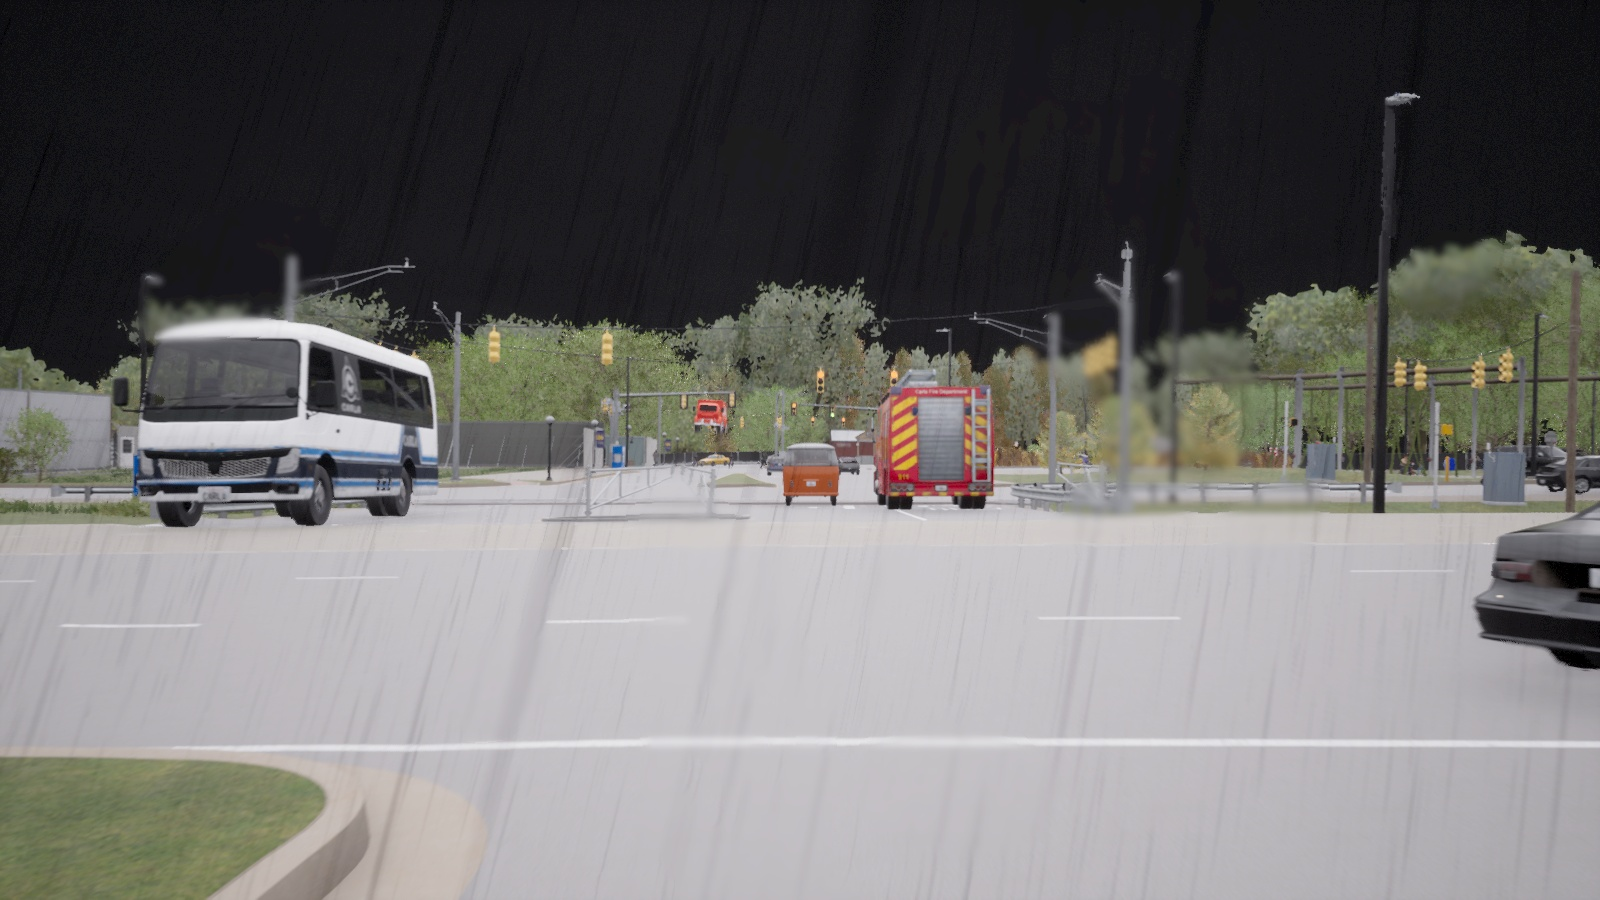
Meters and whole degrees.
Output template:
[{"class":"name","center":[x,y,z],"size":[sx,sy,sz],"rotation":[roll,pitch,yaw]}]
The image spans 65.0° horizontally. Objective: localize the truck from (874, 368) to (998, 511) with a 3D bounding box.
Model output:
[{"class":"truck","center":[3.863,-0.193,37.711],"size":[2.891,3.827,8.468],"rotation":[0,-1,1]}]

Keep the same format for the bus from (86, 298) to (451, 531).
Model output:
[{"class":"bus","center":[-11.186,-0.527,28.187],"size":[3.944,4.253,10.273],"rotation":[-1,-1,-1]}]

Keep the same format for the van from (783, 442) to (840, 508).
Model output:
[{"class":"van","center":[0.383,0.756,40.942],"size":[1.775,1.987,4.442],"rotation":[0,1,1]}]

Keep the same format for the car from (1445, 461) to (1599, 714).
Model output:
[{"class":"car","center":[6.921,0.778,8.438],"size":[5.357,1.411,2.033],"rotation":[-1,1,-30]}]

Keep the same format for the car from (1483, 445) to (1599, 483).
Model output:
[{"class":"car","center":[41.961,0.800,71.130],"size":[2.150,2.045,5.566],"rotation":[1,-1,-24]}]

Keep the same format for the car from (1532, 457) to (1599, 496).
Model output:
[{"class":"car","center":[32.737,1.051,51.010],"size":[4.892,1.490,1.837],"rotation":[-1,1,0]}]

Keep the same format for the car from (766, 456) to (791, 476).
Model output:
[{"class":"car","center":[-1.690,1.230,98.125],"size":[1.789,1.549,3.705],"rotation":[1,-1,-4]}]
